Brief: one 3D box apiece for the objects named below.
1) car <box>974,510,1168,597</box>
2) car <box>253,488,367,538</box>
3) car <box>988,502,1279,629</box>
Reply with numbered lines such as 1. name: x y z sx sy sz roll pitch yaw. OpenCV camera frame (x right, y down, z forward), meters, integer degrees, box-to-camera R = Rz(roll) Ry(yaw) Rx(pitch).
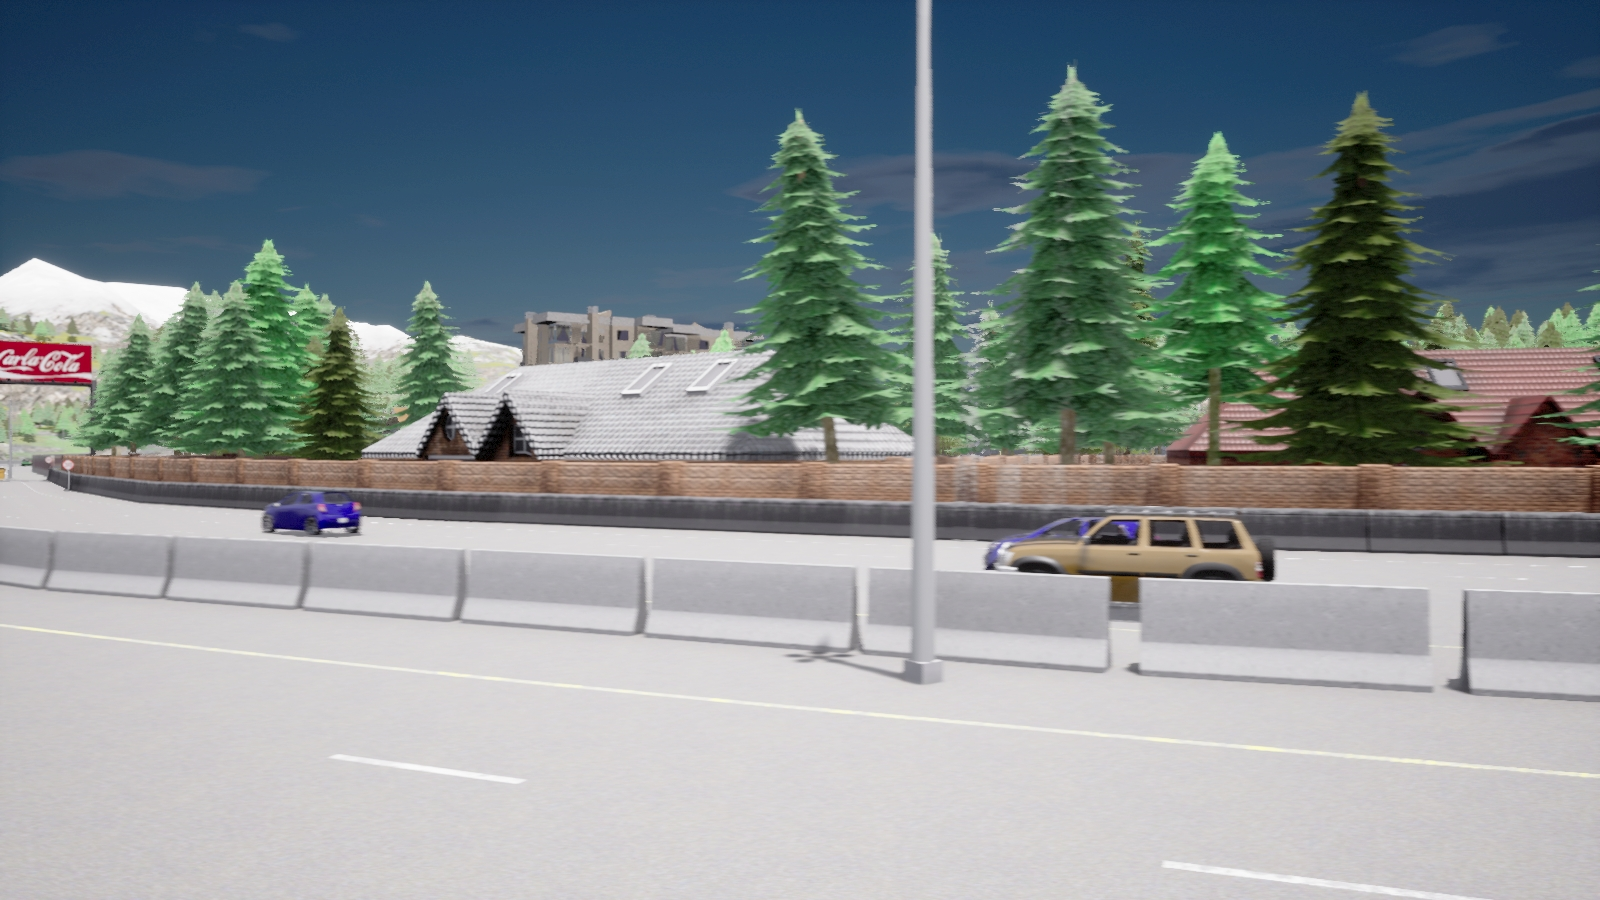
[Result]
1. car: 5.588 2.080 23.499 3.633 1.501 1.845 0 0 23
2. car: -16.586 2.091 38.636 3.633 1.501 1.845 0 0 33
3. car: 5.733 1.899 19.727 4.605 1.855 1.932 0 0 20
